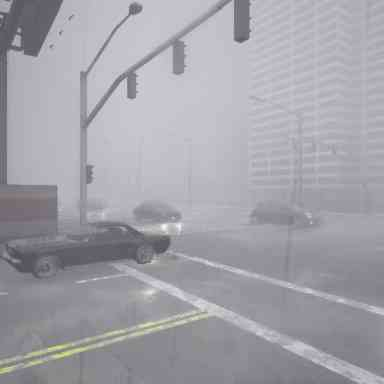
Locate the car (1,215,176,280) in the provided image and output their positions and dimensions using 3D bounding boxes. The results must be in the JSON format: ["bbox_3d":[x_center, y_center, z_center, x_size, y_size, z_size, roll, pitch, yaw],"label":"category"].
[{"bbox_3d":[-3.053,1.601,10.130,4.718,1.301,1.895,0,0,-38],"label":"car"}]

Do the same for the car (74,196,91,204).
[{"bbox_3d":[-21.536,1.526,65.115,1.812,1.442,4.674,0,0,-35],"label":"car"}]

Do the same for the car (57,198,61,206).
[{"bbox_3d":[-23.034,1.548,54.929,1.837,1.490,4.892,0,0,-35],"label":"car"}]

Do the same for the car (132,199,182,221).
[{"bbox_3d":[-2.885,1.547,26.222,2.033,1.411,5.357,0,0,-35],"label":"car"}]

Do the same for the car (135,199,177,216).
[{"bbox_3d":[-3.687,1.492,33.425,2.128,1.511,4.902,0,0,-35],"label":"car"}]

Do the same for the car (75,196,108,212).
[{"bbox_3d":[-12.011,1.478,39.153,1.882,1.535,5.008,0,0,-35],"label":"car"}]

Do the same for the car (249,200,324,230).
[{"bbox_3d":[6.001,1.351,21.366,4.553,1.767,2.097,0,0,43],"label":"car"}]
